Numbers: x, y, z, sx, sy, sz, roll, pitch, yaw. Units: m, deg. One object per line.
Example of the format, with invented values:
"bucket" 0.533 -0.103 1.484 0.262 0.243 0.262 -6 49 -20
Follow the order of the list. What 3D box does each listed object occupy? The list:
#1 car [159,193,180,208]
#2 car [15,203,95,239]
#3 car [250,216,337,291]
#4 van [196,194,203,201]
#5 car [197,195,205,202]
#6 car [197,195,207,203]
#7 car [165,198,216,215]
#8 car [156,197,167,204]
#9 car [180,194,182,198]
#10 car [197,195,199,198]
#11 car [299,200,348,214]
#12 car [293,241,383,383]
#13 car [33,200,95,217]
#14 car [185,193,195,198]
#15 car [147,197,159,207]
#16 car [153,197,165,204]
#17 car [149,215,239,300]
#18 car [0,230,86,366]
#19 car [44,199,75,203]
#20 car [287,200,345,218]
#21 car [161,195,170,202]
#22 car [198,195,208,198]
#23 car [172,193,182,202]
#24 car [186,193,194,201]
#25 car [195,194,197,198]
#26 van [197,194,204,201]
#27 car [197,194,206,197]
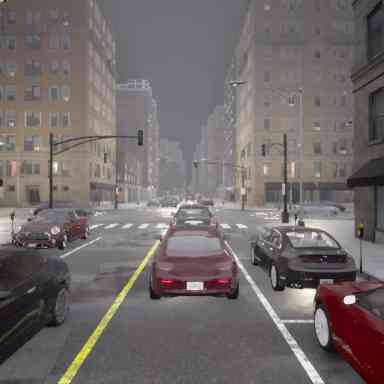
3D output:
"car" -3.263 1.391 48.479 2.097 1.767 4.553 0 0 -1
"car" -5.877 1.445 14.233 1.967 1.590 4.097 0 0 0
"car" 2.658 1.553 8.761 2.008 1.369 4.403 0 0 0
"van" 2.002 1.504 91.236 1.690 1.788 3.998 0 0 -1
"car" 2.127 1.560 80.221 1.967 1.590 4.097 0 0 -1
"car" 2.189 1.541 74.715 1.967 1.590 4.097 0 0 -1
"car" 0.068 1.358 15.603 2.097 1.767 4.553 0 0 0
"car" -6.273 1.666 69.117 1.802 1.307 4.206 0 0 -1
"car" -3.420 1.604 67.280 1.812 1.442 4.674 0 0 0
"car" 2.377 1.623 58.194 1.947 1.339 4.313 0 0 -1
"car" 14.640 1.648 37.173 4.674 1.442 1.812 0 0 1
"car" 2.669 1.545 3.270 1.887 1.381 4.507 0 0 0
"car" -11.569 1.457 30.264 4.892 1.490 1.837 0 0 0
"car" -0.535 1.342 79.415 2.150 2.045 5.566 0 0 -1
"car" -6.085 1.596 52.594 2.008 1.369 4.403 0 0 -1
"car" -6.210 1.614 63.610 1.887 1.381 4.507 0 0 -1
"car" 0.020 1.528 8.299 1.812 1.442 4.674 0 0 -1
"car" -3.086 1.527 4.317 1.812 1.442 4.674 0 0 0
"car" -10.319 1.457 27.024 4.674 1.442 1.812 0 0 0
"car" 11.056 1.577 30.436 4.674 1.442 1.812 0 0 0
"car" -6.398 1.559 80.133 1.967 1.590 4.097 0 0 -1
"car" 2.440 1.590 52.687 1.887 1.381 4.507 0 0 -1
"car" -3.518 1.336 77.811 2.150 2.045 5.566 0 0 -1
"car" -0.657 1.384 90.133 2.150 2.045 5.566 0 0 -1
"car" 2.253 1.399 69.208 2.192 1.841 5.009 0 0 -1
"van" 2.065 1.482 85.729 1.690 1.788 3.998 0 0 -1
"car" 2.313 1.595 63.871 1.752 1.417 4.829 0 0 -1
